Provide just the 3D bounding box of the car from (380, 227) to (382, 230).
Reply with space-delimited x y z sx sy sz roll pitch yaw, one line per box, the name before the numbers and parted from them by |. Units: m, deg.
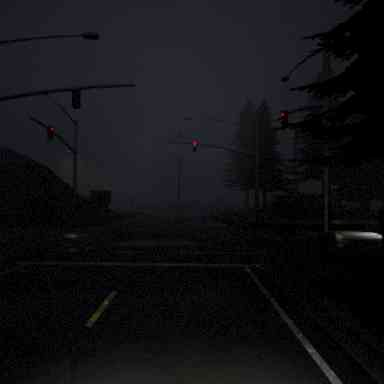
car | 14.418 2.067 21.284 4.181 1.385 1.994 0 -1 0
